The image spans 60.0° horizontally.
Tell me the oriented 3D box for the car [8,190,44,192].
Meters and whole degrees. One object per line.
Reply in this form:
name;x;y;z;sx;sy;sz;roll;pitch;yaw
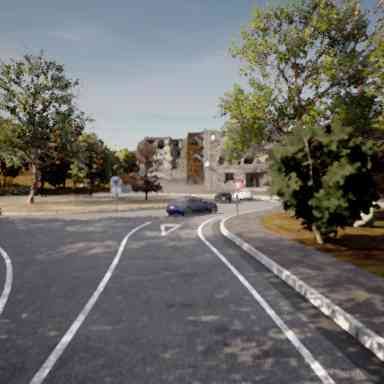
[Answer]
car;-26.672;-0.243;53.739;5.357;1.411;2.033;-1;2;-43

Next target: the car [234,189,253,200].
car;6.627;0.313;43.880;1.812;1.442;4.674;0;2;-6

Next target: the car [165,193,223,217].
car;0.009;1.008;25.080;4.181;1.385;1.994;-2;3;-44

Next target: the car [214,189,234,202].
car;3.716;0.420;40.374;1.837;1.490;4.892;1;2;3

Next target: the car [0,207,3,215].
car;-15.719;1.119;22.360;5.357;1.411;2.033;0;2;5
